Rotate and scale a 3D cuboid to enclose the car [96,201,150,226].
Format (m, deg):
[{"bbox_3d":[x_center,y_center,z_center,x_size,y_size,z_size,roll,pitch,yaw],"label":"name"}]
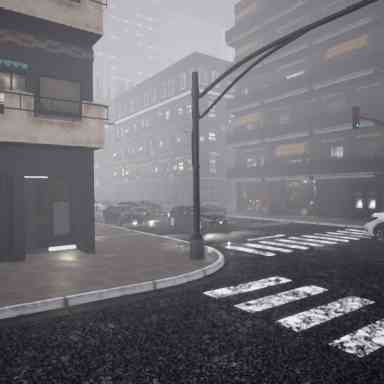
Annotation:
[{"bbox_3d":[-5.191,1.632,24.519,1.947,1.339,4.313,-1,1,-36],"label":"car"}]

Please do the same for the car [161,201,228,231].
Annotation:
[{"bbox_3d":[0.258,1.534,21.201,1.837,1.490,4.892,-1,1,-36],"label":"car"}]

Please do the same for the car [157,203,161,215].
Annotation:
[{"bbox_3d":[-4.658,1.524,33.010,1.812,1.442,4.674,-1,1,-36],"label":"car"}]

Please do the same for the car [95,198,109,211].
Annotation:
[{"bbox_3d":[-11.356,1.568,37.237,1.812,1.442,4.674,-1,1,-36],"label":"car"}]

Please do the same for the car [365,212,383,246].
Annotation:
[{"bbox_3d":[9.888,1.218,12.987,2.150,2.045,5.566,0,0,-36],"label":"car"}]

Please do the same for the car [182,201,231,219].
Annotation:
[{"bbox_3d":[1.189,1.512,29.144,2.008,1.369,4.403,-1,1,-36],"label":"car"}]

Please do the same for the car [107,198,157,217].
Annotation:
[{"bbox_3d":[-5.309,1.540,28.879,1.837,1.490,4.892,-1,1,-36],"label":"car"}]
